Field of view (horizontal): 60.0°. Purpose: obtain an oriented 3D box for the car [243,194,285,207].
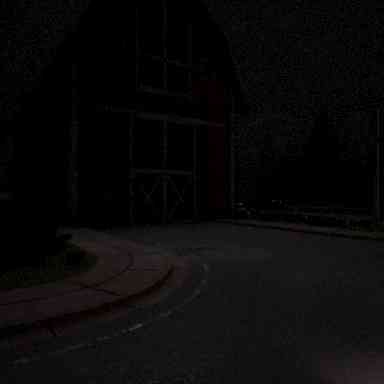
[{"bbox_3d":[8.639,1.248,40.416,2.150,2.045,5.566,0,0,-35],"label":"car"}]
